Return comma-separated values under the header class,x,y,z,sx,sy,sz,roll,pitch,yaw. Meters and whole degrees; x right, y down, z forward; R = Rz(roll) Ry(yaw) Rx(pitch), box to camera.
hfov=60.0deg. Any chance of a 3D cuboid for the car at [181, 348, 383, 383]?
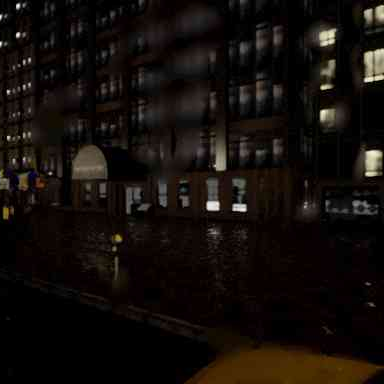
class,x,y,z,sx,sy,sz,roll,pitch,yaw
car,1.872,1.529,1.544,4.829,1.417,1.752,0,0,36
